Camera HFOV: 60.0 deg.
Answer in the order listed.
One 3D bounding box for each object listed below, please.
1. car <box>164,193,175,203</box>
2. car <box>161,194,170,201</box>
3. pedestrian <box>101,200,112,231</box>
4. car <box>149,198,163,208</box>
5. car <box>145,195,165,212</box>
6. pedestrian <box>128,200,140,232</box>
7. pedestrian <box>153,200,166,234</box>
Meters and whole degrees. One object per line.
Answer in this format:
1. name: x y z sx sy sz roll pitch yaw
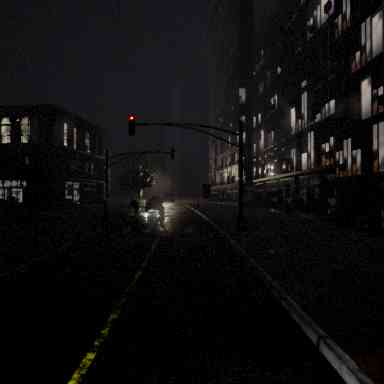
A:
1. car: -4.825 1.208 69.158 2.150 2.045 5.566 0 0 -8
2. car: -6.366 1.335 79.426 1.812 1.442 4.674 0 0 -10
3. pedestrian: -4.919 1.292 18.898 0.375 1.860 0.375 1 -1 -2
4. car: -5.349 1.591 49.392 1.895 1.301 4.718 0 0 -6
5. car: -4.451 1.471 39.338 1.882 1.535 5.008 0 0 -5
6. pedestrian: -3.214 1.294 18.504 0.375 1.860 0.375 1 -1 -2
7. pedestrian: -1.709 1.295 17.661 0.375 1.860 0.375 1 -1 -2
